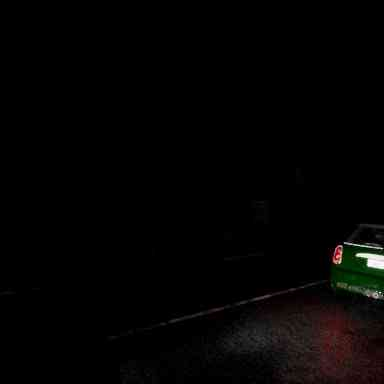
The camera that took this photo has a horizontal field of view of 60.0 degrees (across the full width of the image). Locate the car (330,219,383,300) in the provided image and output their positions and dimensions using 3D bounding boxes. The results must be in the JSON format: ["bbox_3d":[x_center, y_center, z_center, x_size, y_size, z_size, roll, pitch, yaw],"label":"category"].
[{"bbox_3d":[5.140,1.352,7.404,4.553,1.767,2.097,0,0,-35],"label":"car"}]

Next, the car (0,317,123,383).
[{"bbox_3d":[-2.774,1.492,1.771,4.902,1.511,2.128,0,0,-36],"label":"car"}]
